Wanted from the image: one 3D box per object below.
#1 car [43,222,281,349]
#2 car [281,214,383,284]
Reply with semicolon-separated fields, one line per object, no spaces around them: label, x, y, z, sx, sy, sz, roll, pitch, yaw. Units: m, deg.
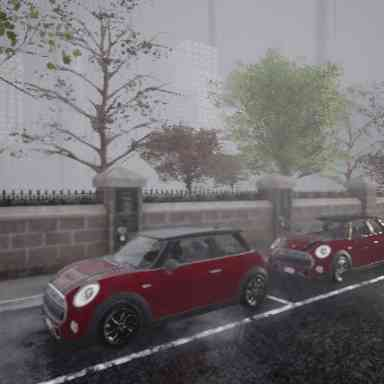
car;-0.531;1.430;6.177;4.097;1.590;1.967;0;0;-35
car;4.053;1.412;9.445;4.097;1.590;1.967;0;0;-35
